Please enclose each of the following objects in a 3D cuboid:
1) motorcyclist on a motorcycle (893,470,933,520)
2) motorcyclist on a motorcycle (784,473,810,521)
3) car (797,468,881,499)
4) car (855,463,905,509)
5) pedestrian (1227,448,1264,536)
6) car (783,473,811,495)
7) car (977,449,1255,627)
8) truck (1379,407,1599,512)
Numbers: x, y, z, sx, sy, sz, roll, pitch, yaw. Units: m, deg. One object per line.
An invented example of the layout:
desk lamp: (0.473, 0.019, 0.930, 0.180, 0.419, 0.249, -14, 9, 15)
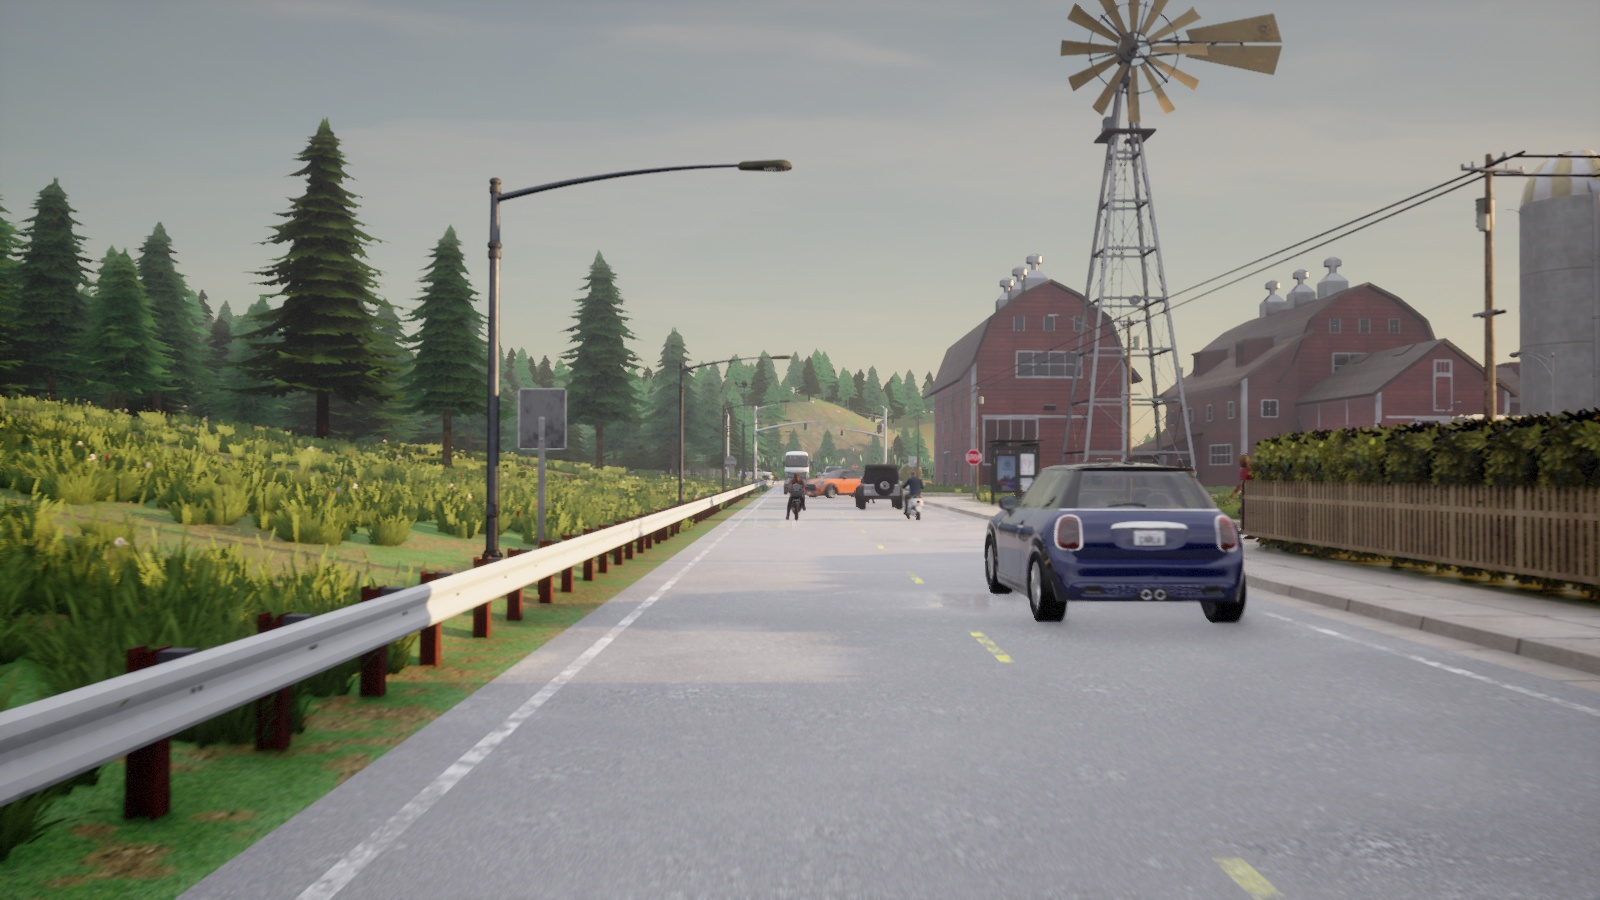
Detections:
motorcyclist on a motorcycle: (3.678, 1.456, 41.055, 0.866, 1.590, 1.817, 1, -1, -8)
motorcyclist on a motorcycle: (-0.098, 1.488, 40.384, 0.797, 1.523, 2.044, 0, -1, 0)
car: (2.305, 1.920, 73.491, 4.553, 1.767, 2.097, 0, -1, -34)
car: (3.369, 1.512, 53.514, 1.905, 1.878, 3.866, 0, -1, 0)
pedestrian: (9.380, 0.885, 26.460, 0.636, 1.846, 0.331, 0, -1, -4)
car: (-0.209, 2.299, 85.996, 1.816, 1.474, 4.193, 0, -1, 0)
car: (3.463, 0.912, 14.756, 2.097, 1.767, 4.553, 0, -1, 0)
truck: (26.947, 0.377, 48.859, 8.468, 3.827, 2.891, 0, -1, -21)
